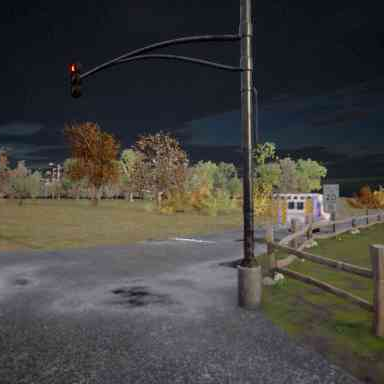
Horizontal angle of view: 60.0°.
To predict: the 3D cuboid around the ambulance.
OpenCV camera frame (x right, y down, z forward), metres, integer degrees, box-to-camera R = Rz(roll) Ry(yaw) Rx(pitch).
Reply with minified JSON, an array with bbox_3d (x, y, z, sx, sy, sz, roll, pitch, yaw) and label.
[{"bbox_3d":[8.240,1.397,22.612,2.351,2.431,6.366,-1,-2,40],"label":"ambulance"}]
